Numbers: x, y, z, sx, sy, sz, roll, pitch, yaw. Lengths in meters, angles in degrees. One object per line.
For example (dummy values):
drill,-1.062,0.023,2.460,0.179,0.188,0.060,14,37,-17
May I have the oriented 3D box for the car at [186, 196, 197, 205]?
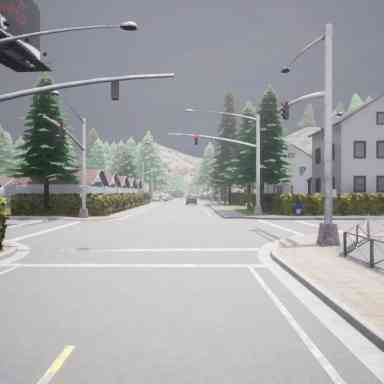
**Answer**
car,-0.091,1.505,59.254,1.837,1.490,4.892,0,0,0
